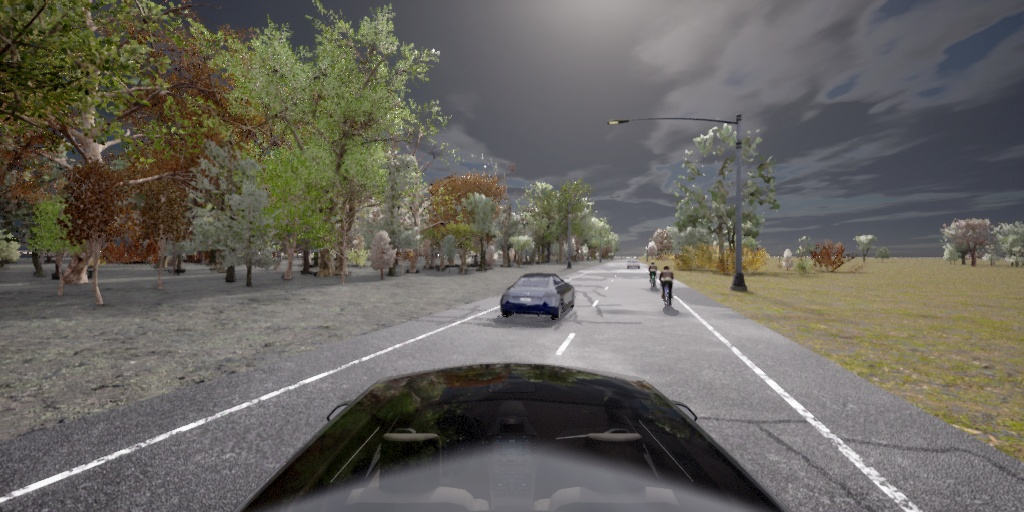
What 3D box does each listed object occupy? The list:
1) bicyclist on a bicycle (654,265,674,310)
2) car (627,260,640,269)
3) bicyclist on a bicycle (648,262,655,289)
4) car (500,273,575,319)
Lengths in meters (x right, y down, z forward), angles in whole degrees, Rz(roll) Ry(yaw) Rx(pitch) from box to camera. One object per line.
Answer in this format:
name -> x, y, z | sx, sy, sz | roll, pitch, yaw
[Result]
bicyclist on a bicycle -> 5.913, 1.204, 13.700 | 0.582, 1.620, 1.656 | 0, 0, 18
car -> 19.428, 1.357, 57.371 | 1.895, 1.301, 4.718 | 0, 0, 18
bicyclist on a bicycle -> 8.719, 1.204, 22.196 | 0.582, 1.620, 1.656 | 0, 0, 18
car -> 1.063, 1.314, 12.928 | 1.994, 1.385, 4.181 | 0, 0, 18
